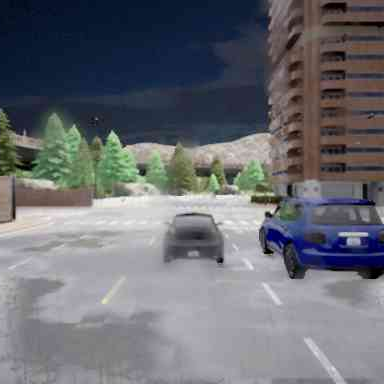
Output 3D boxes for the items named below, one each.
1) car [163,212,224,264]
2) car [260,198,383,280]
[{"bbox_3d":[0.053,1.456,11.593,1.837,1.490,4.892,0,0,0],"label":"car"},{"bbox_3d":[3.547,1.178,9.949,2.150,2.045,5.566,0,0,0],"label":"car"}]
